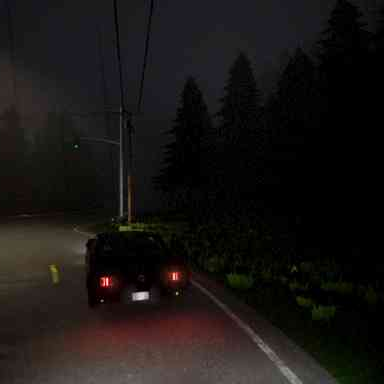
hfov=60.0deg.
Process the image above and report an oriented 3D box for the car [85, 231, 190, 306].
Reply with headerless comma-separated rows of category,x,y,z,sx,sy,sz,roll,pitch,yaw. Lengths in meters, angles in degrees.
car,-1.615,1.601,8.148,1.895,1.301,4.718,0,0,-18
